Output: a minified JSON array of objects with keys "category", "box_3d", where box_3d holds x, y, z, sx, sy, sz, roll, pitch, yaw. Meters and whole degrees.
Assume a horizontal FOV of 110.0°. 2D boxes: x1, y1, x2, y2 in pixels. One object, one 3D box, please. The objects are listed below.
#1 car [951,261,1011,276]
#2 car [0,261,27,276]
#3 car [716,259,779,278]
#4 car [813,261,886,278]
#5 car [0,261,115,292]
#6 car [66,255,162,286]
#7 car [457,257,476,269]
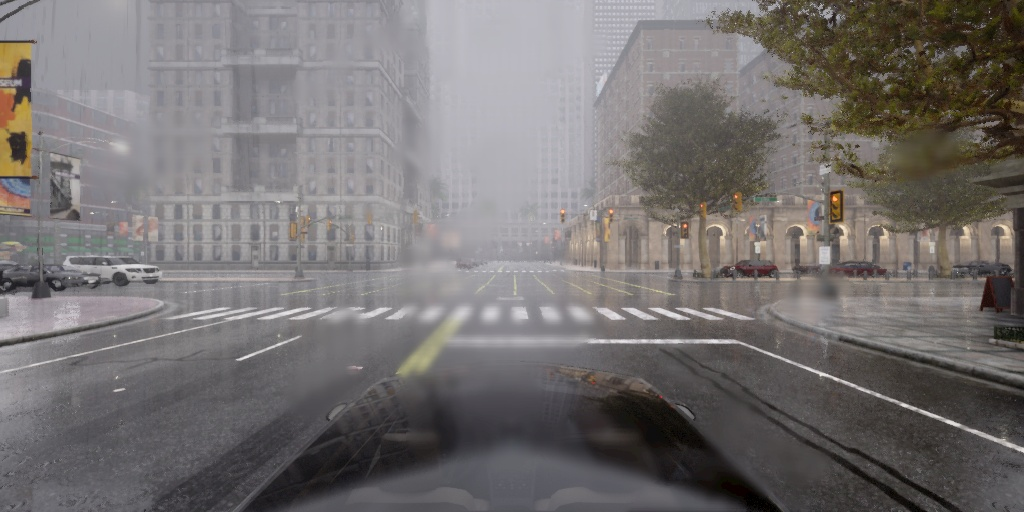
[{"category":"car","box_3d":[46.506,1.238,35.841,4.902,1.511,2.128,0,0,1]},{"category":"car","box_3d":[-52.547,1.255,36.911,4.892,1.490,1.837,0,0,20]},{"category":"car","box_3d":[21.385,1.102,32.485,4.553,1.767,2.097,0,0,0]},{"category":"car","box_3d":[30.603,1.351,32.441,4.718,1.301,1.895,0,0,0]},{"category":"car","box_3d":[-27.066,1.242,21.030,4.902,1.511,2.128,0,0,0]},{"category":"car","box_3d":[-27.387,0.971,24.547,5.566,2.045,2.150,0,0,2]},{"category":"car","box_3d":[-7.124,1.101,54.642,2.097,1.767,4.553,0,0,0]}]
